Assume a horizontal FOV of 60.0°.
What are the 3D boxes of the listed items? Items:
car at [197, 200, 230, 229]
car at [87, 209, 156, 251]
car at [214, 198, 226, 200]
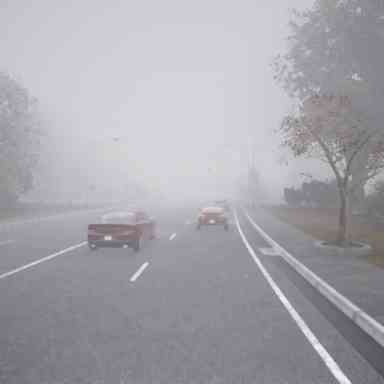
[{"bbox_3d":[1.352,1.498,21.159,1.812,1.442,4.674,0,0,5],"label":"car"},{"bbox_3d":[-2.765,1.454,14.041,1.882,1.535,5.008,0,0,4],"label":"car"},{"bbox_3d":[3.228,1.380,37.977,2.128,1.511,4.902,0,0,7],"label":"car"}]
